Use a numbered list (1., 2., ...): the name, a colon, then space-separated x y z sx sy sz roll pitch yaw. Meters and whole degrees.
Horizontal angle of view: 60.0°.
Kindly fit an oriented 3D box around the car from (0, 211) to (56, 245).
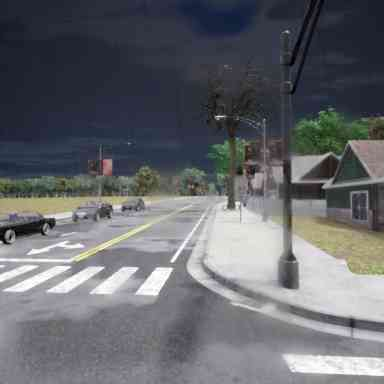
1. car: -8.444 1.594 15.733 1.895 1.301 4.718 0 0 5

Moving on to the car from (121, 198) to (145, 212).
1. car: -6.558 1.427 37.403 1.837 1.490 4.892 0 0 5

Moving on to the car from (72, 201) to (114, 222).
1. car: -7.572 1.449 25.785 2.128 1.511 4.902 0 0 5
